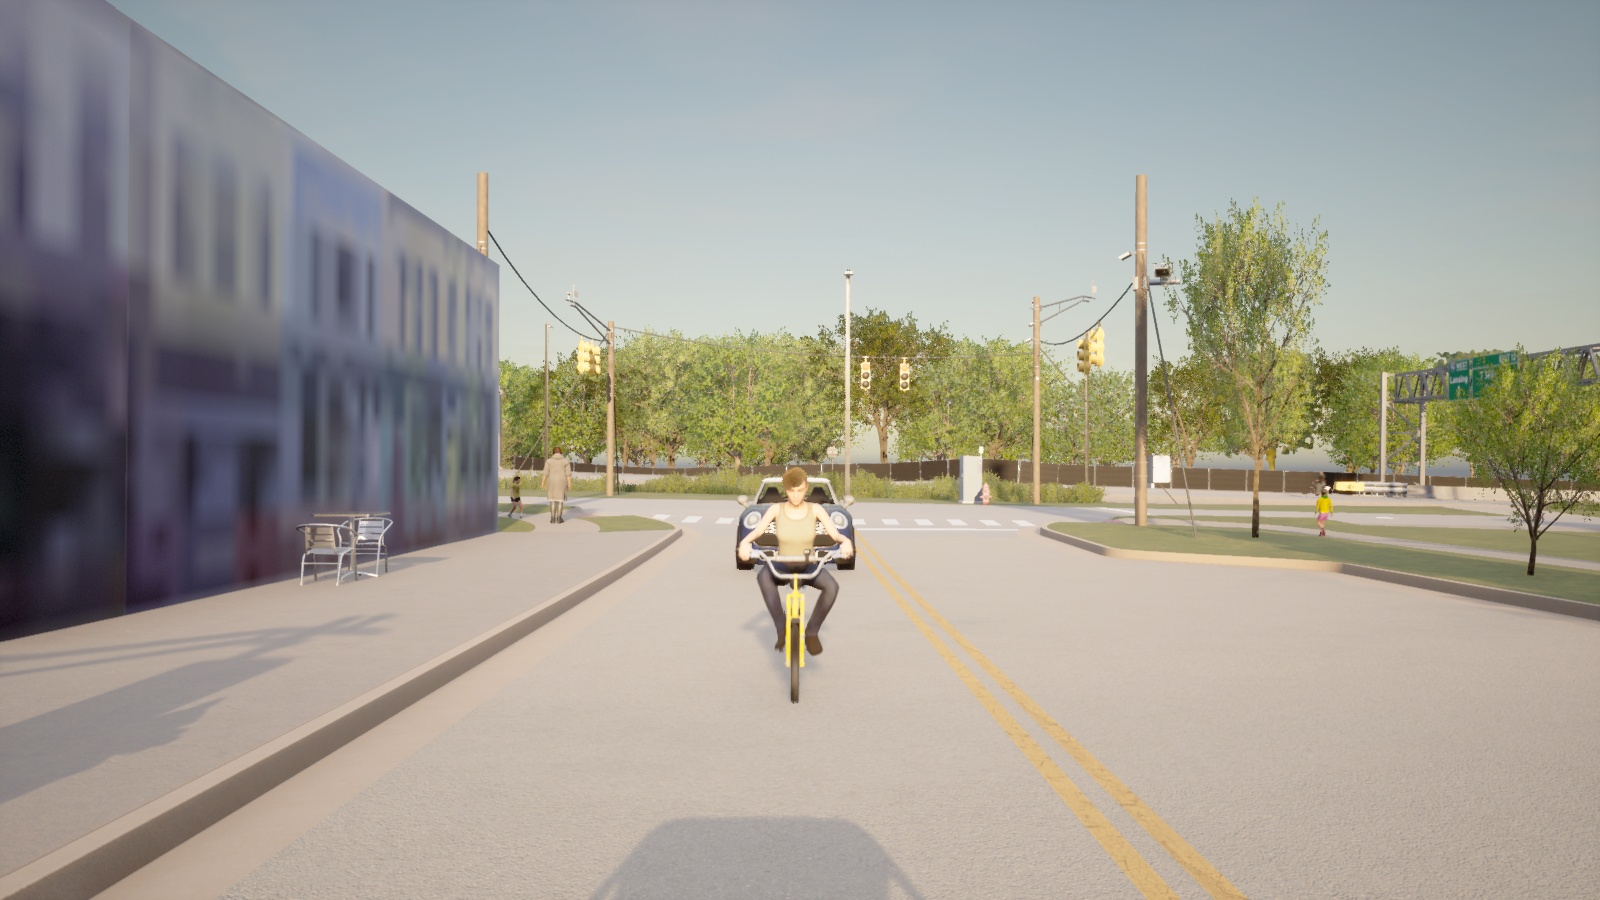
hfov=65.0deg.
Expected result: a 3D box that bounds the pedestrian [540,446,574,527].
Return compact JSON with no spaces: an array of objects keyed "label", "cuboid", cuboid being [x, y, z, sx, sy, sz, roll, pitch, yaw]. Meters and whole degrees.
[{"label":"pedestrian","cuboid":[-5.925,0.876,30.619,0.659,1.952,0.873,0,-1,-1]}]

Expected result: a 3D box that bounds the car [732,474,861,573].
[{"label":"car","cuboid":[-0.060,1.162,21.140,1.970,1.475,3.806,0,-1,0]}]

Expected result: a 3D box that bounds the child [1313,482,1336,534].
[{"label":"child","cuboid":[11.842,1.302,28.351,0.299,1.160,0.473,0,-1,-1]}]

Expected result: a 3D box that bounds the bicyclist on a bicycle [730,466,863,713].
[{"label":"bicyclist on a bicycle","cuboid":[-0.023,0.927,8.978,0.866,1.612,1.509,0,-1,0]}]

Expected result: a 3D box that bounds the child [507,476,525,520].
[{"label":"child","cuboid":[-7.138,1.199,31.564,0.394,1.110,0.255,-1,-1,34]}]
